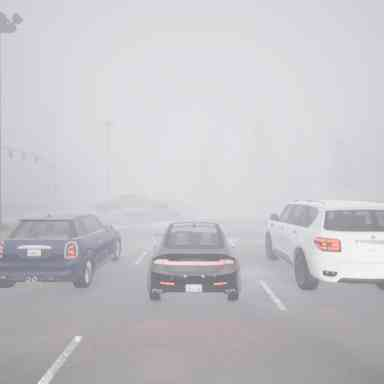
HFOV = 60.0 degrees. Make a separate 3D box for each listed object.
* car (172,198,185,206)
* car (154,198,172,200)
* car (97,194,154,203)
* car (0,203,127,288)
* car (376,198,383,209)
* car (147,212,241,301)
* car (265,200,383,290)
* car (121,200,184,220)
[{"bbox_3d":[-3.375,1.490,41.738,4.902,1.511,2.128,0,0,-10],"label":"car"},{"bbox_3d":[-5.108,1.503,37.848,4.892,1.490,1.837,0,0,-11],"label":"car"},{"bbox_3d":[-7.004,1.222,33.916,5.566,2.045,2.150,0,0,-12],"label":"car"},{"bbox_3d":[-3.437,1.352,9.403,2.097,1.767,4.553,0,0,0],"label":"car"},{"bbox_3d":[27.485,1.503,44.360,4.892,1.490,1.837,0,0,0],"label":"car"},{"bbox_3d":[0.056,1.491,8.321,2.128,1.511,4.902,0,0,1],"label":"car"},{"bbox_3d":[3.559,1.221,9.177,2.150,2.045,5.566,0,0,1],"label":"car"},{"bbox_3d":[-3.316,1.600,27.541,4.718,1.301,1.895,0,0,-11],"label":"car"}]
